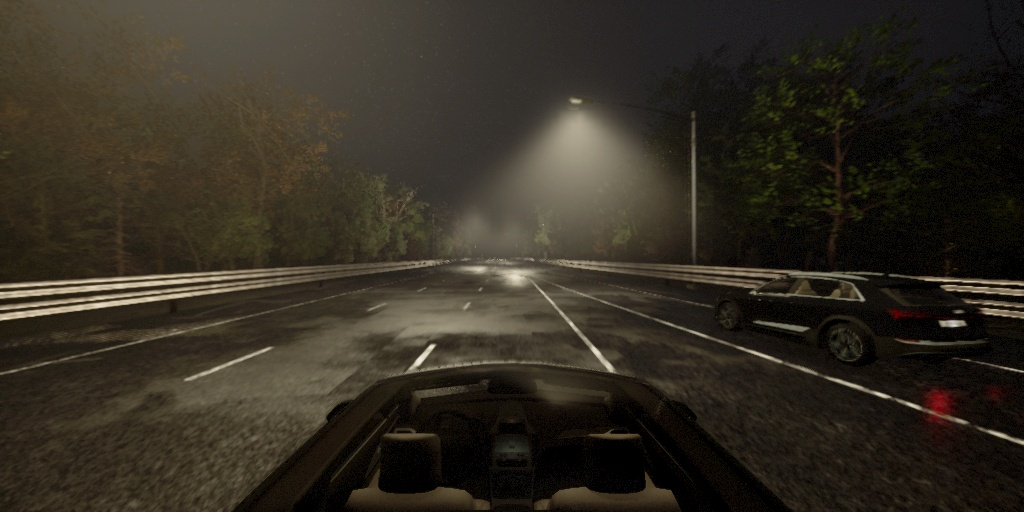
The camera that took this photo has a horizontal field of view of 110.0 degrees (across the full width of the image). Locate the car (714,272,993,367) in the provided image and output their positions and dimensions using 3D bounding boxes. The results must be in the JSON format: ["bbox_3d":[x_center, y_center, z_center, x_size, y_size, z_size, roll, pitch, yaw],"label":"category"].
[{"bbox_3d":[6.738,1.148,7.945,2.033,1.649,4.856,0,0,-7],"label":"car"}]
